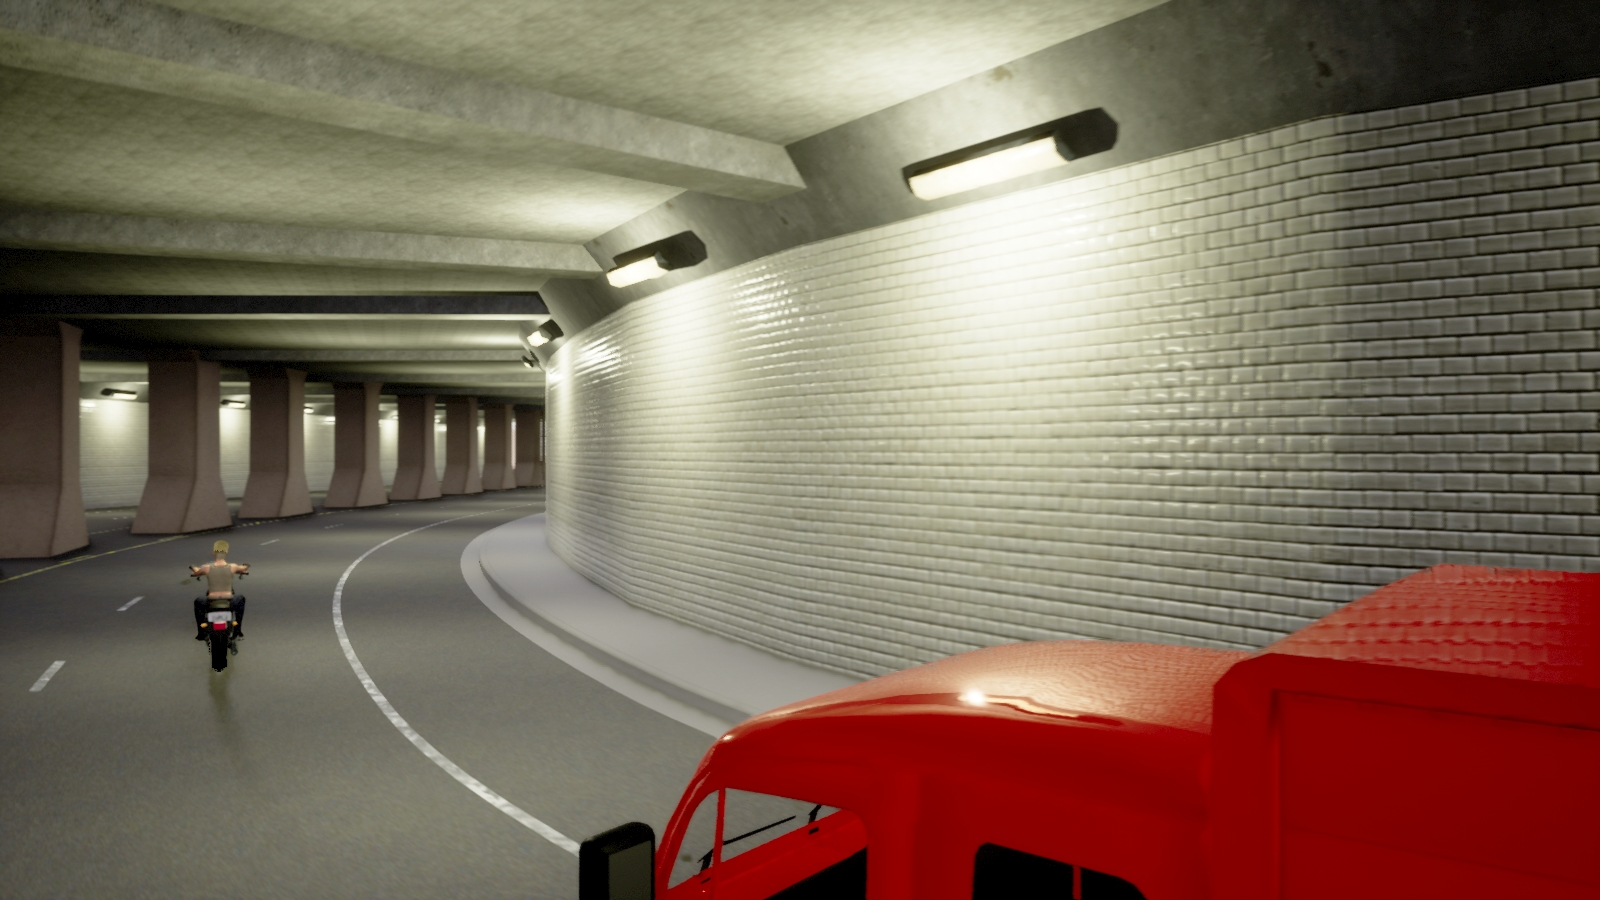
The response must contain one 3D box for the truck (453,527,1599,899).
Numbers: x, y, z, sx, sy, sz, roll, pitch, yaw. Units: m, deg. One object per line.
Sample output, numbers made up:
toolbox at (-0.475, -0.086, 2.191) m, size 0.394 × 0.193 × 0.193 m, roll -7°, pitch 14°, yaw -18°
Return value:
truck at (1.985, 1.571, 2.384) m, size 5.204 × 2.467 × 2.627 m, roll 0°, pitch 0°, yaw 37°
